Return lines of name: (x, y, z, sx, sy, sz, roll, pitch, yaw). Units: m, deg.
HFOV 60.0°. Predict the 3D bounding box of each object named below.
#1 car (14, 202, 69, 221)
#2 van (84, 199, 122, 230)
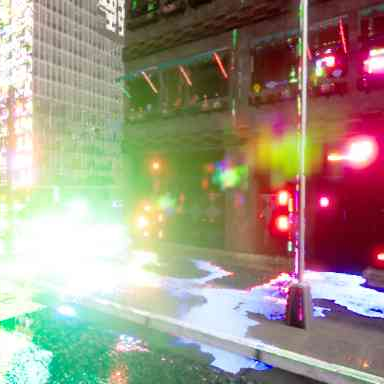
car: (-11.679, 1.456, 25.900, 1.947, 1.339, 4.313, 1, 1, 35)
van: (-4.841, 1.361, 21.048, 1.690, 1.788, 3.998, 1, 1, 35)
